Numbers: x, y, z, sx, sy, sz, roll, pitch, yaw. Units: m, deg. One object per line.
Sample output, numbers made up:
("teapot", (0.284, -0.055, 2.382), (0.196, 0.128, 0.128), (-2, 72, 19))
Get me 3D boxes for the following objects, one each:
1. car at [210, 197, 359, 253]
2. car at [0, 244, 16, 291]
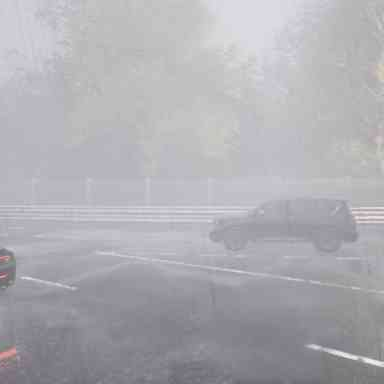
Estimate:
("car", (3.481, 1.227, 13.078), (5.566, 2.045, 2.150), (0, 0, 7))
("car", (-6.010, 1.507, 7.539), (4.892, 1.490, 1.837), (0, 0, 31))
